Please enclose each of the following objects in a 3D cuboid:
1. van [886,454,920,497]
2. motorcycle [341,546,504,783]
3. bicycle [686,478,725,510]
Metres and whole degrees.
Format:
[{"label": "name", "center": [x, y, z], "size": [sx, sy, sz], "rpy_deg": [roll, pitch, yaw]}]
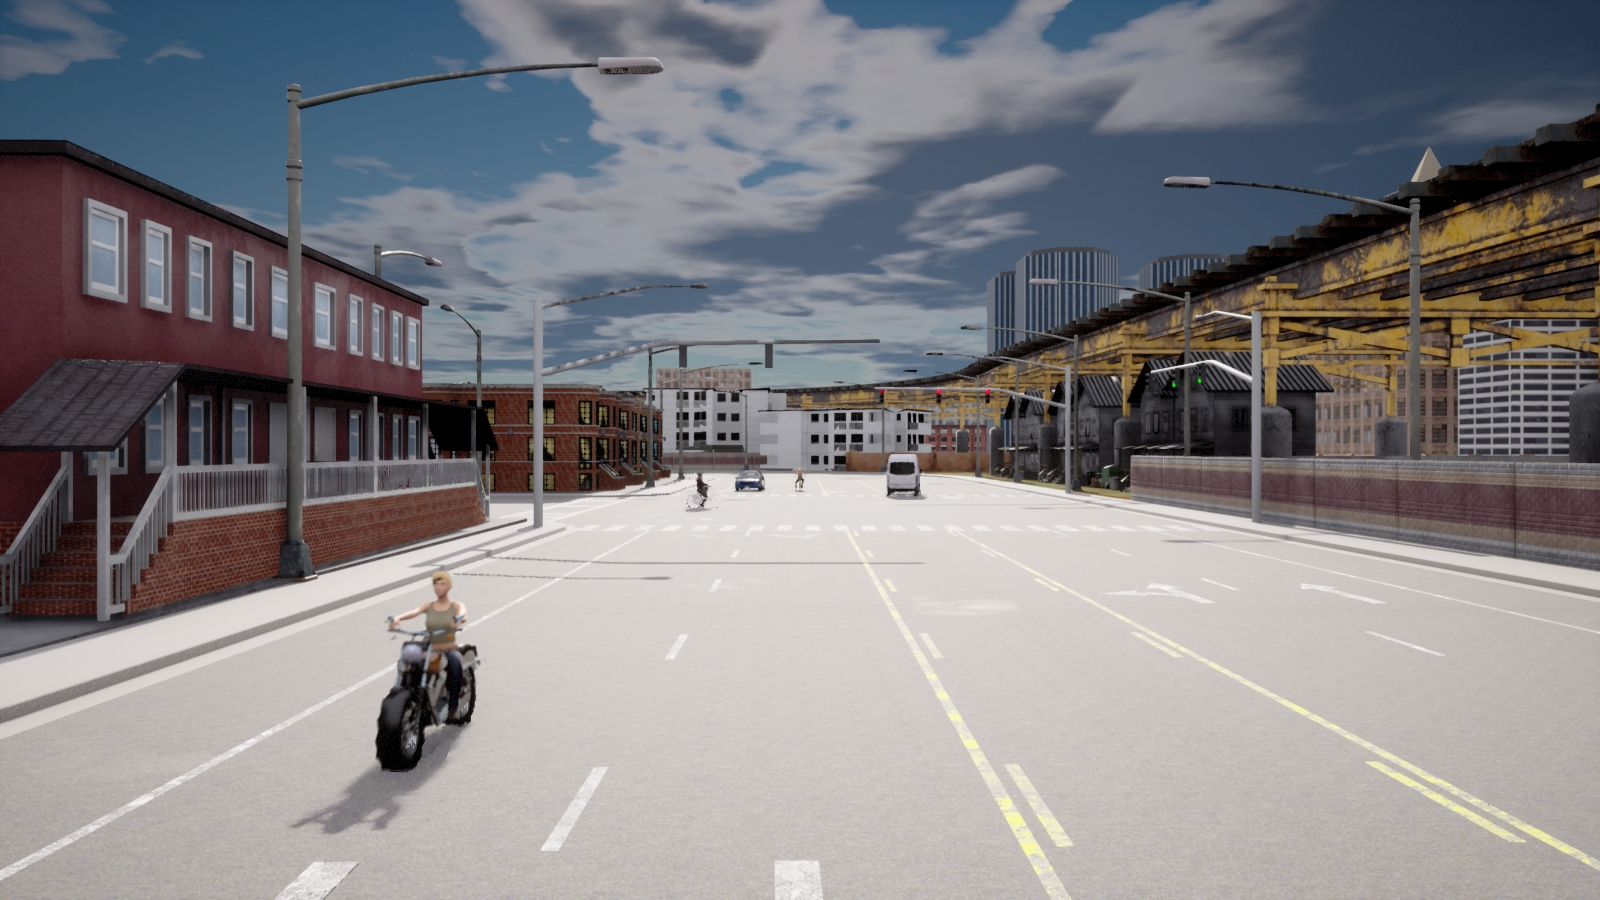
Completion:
[{"label": "van", "center": [6.589, 1.560, 72.786], "size": [1.988, 2.561, 5.915], "rpy_deg": [0, 0, 7]}, {"label": "motorcycle", "center": [-3.502, 1.911, 10.848], "size": [0.764, 1.802, 2.356], "rpy_deg": [0, 0, 0]}, {"label": "bicycle", "center": [-4.495, 2.068, 54.335], "size": [1.835, 1.496, 0.329], "rpy_deg": [0, -1, -23]}]
